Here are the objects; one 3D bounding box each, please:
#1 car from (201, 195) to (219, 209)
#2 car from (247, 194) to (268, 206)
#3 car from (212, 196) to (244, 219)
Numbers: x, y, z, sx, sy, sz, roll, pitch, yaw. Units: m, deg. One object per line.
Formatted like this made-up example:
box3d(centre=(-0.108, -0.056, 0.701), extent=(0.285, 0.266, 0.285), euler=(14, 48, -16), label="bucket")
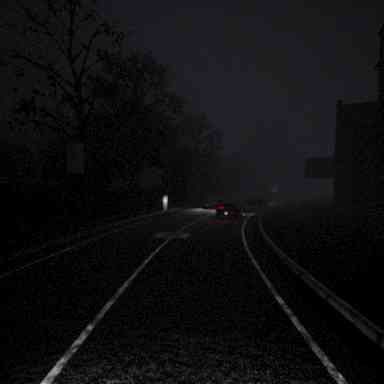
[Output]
box3d(centre=(2.479, 1.106, 38.120), extent=(1.812, 1.442, 4.674), euler=(2, 2, 20), label="car")
box3d(centre=(8.678, 0.995, 43.741), extent=(1.882, 1.535, 5.008), euler=(2, 3, 25), label="car")
box3d(centre=(3.207, 1.375, 28.031), extent=(1.837, 1.490, 4.892), euler=(1, 1, 14), label="car")
